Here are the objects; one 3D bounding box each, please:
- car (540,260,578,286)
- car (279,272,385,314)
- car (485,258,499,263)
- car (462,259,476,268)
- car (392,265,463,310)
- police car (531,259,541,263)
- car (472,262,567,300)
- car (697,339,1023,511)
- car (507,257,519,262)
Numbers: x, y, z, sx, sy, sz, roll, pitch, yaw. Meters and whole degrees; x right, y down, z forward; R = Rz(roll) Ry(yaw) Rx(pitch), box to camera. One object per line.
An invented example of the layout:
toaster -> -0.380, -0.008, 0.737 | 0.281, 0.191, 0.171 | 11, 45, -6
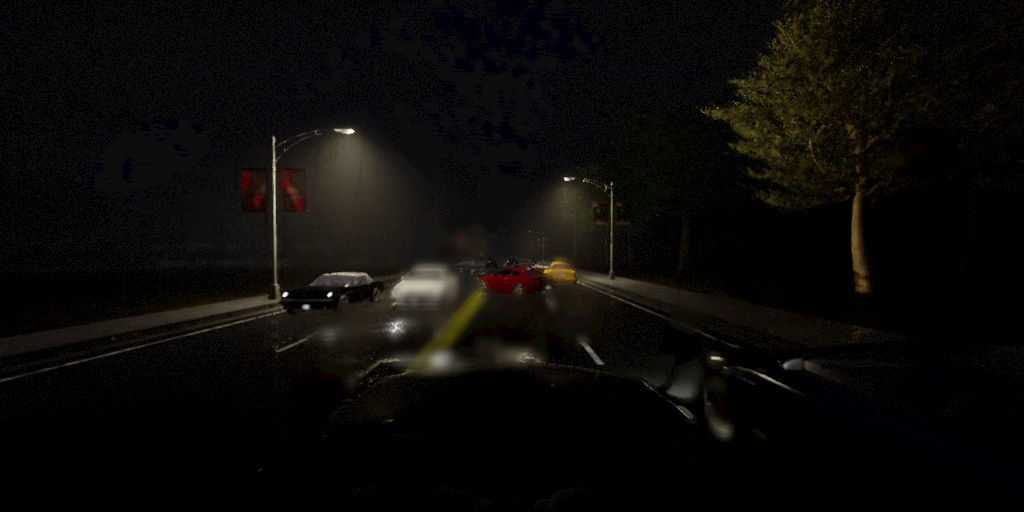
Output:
car -> 3.279, 1.149, 24.867 | 1.801, 1.575, 5.366 | 0, 0, 0
car -> -6.586, 1.319, 13.695 | 1.895, 1.301, 4.718 | 0, 0, 0
car -> -3.240, 1.128, 57.771 | 1.837, 1.490, 4.892 | 0, 0, 1
car -> -6.509, 1.154, 54.725 | 1.812, 1.442, 4.674 | 0, 0, 0
car -> -3.334, 1.242, 14.555 | 1.812, 1.442, 4.674 | 0, 0, 0
police car -> 3.293, 1.175, 35.680 | 2.038, 1.542, 4.974 | 0, 0, 0
car -> 0.214, 1.235, 17.632 | 1.812, 1.442, 4.674 | 0, 0, -39
car -> 3.251, 1.312, 2.675 | 1.994, 1.385, 4.181 | 0, 0, 0
car -> 0.127, 1.123, 60.689 | 1.837, 1.490, 4.892 | 0, 1, 1
